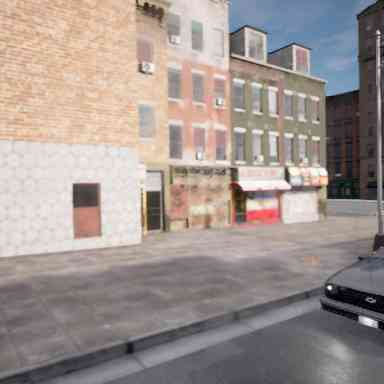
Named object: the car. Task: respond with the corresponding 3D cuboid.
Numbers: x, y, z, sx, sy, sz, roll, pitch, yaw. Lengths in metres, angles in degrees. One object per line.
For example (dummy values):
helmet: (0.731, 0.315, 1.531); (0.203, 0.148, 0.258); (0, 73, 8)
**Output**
car: (4.775, 1.521, 6.459); (5.357, 1.411, 2.033); (0, 0, -35)
